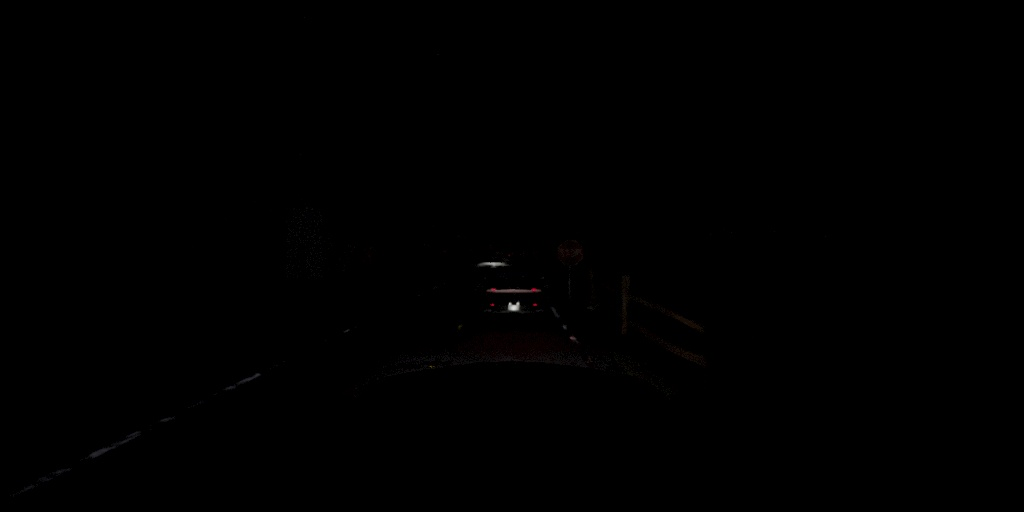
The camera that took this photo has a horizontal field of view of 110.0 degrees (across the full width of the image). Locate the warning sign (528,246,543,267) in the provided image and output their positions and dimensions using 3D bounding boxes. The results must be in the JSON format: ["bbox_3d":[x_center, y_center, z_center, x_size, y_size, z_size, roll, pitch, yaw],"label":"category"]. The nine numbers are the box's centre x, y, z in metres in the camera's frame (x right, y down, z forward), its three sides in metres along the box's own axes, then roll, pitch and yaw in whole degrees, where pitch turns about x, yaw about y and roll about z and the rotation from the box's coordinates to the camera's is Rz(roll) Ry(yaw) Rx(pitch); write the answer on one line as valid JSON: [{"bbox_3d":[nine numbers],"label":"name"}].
[{"bbox_3d":[2.522,0.201,36.741,1.300,1.860,1.060,0,0,0],"label":"warning sign"}]

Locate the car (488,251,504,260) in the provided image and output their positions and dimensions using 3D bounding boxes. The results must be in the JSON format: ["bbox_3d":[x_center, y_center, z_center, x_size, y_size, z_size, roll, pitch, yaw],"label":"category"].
[{"bbox_3d":[-2.695,0.185,56.524,2.128,1.511,4.902,0,1,1],"label":"car"}]

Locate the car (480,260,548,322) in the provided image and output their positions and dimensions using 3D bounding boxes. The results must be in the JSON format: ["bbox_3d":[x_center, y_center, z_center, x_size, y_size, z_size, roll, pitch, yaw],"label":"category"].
[{"bbox_3d":[0.069,1.059,11.506,2.128,1.511,4.902,0,1,1],"label":"car"}]
